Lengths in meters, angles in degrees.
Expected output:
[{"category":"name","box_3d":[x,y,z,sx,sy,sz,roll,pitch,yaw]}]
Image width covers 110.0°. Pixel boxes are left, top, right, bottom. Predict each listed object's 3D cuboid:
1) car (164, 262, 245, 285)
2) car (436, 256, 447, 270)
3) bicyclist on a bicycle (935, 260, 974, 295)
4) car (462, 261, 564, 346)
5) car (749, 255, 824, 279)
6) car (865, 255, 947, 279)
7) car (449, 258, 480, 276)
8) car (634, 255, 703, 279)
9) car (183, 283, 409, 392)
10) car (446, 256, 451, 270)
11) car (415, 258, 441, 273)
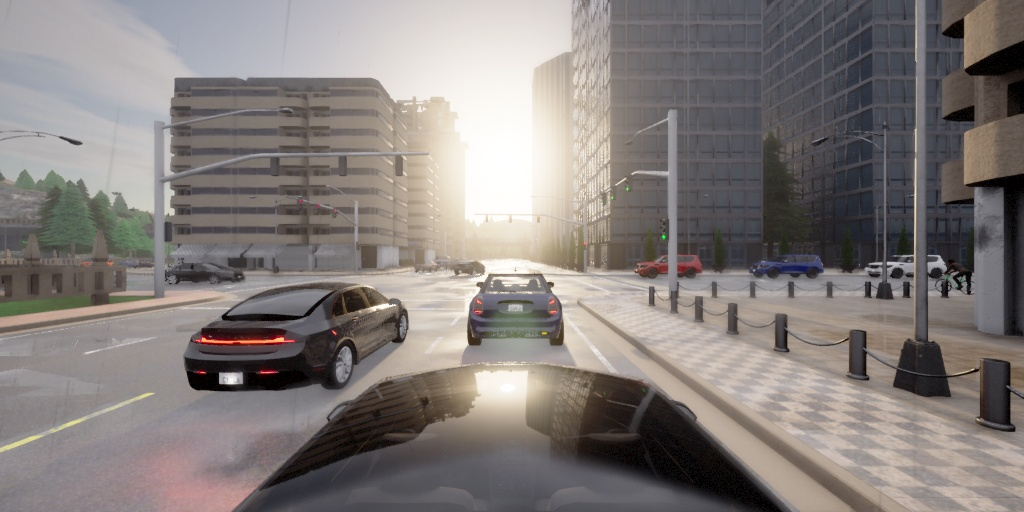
[{"category":"car","box_3d":[-21.150,1.199,24.697,4.892,1.490,1.837,0,0,2]},{"category":"car","box_3d":[-10.535,0.971,54.308,2.150,2.045,5.566,0,0,0]},{"category":"bicyclist on a bicycle","box_3d":[21.018,0.996,16.992,0.582,1.620,1.656,0,0,0]},{"category":"car","box_3d":[0.090,1.102,9.591,2.097,1.767,4.553,0,0,0]},{"category":"car","box_3d":[24.026,0.916,31.455,5.566,2.045,2.150,0,0,1]},{"category":"car","box_3d":[34.387,0.915,31.387,5.566,2.045,2.150,0,0,0]},{"category":"car","box_3d":[-4.150,1.215,35.893,1.837,1.490,4.892,1,0,17]},{"category":"car","box_3d":[13.706,0.917,31.524,5.566,2.045,2.150,0,0,0]},{"category":"car","box_3d":[-3.427,1.255,6.819,1.837,1.490,4.892,0,0,0]},{"category":"car","box_3d":[-7.045,1.102,48.185,2.097,1.767,4.553,0,0,0]},{"category":"car","box_3d":[-10.590,1.276,44.602,1.812,1.442,4.674,0,0,1]}]
